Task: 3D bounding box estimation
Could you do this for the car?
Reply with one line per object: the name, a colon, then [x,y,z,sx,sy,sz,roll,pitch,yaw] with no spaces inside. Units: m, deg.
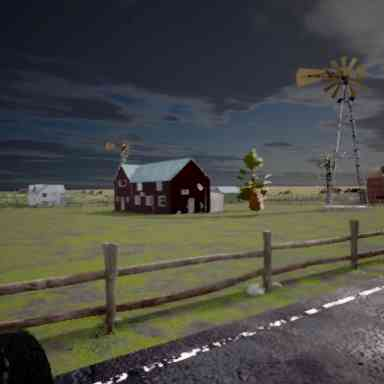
car: [-2.935,1.493,0.977,4.902,1.511,2.128,0,0,-35]
